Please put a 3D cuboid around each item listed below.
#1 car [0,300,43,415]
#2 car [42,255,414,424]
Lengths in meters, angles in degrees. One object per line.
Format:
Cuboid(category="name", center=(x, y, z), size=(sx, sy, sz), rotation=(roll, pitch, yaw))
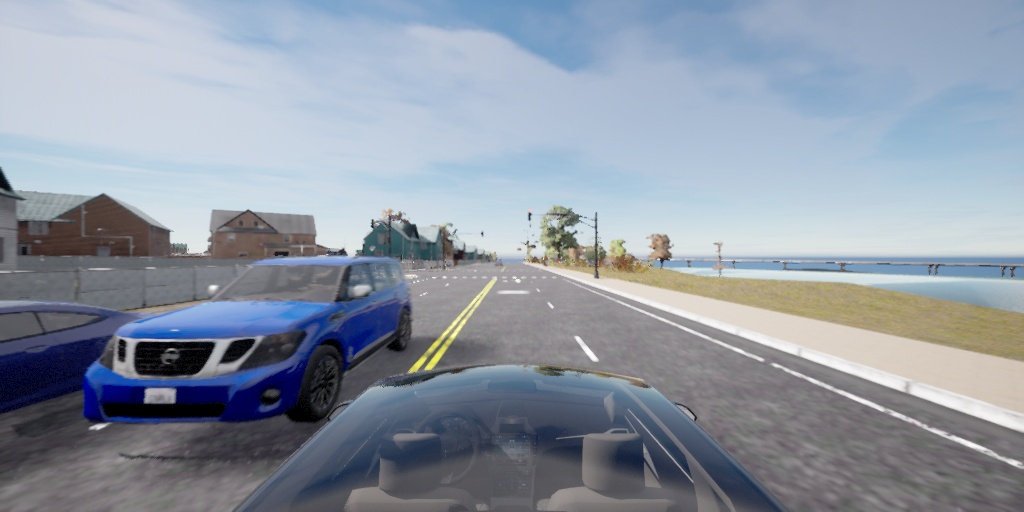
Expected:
Cuboid(category="car", center=(-6.600, 1.290, 4.062), size=(1.812, 1.442, 4.674), rotation=(0, 0, 0))
Cuboid(category="car", center=(-3.350, 0.999, 6.180), size=(2.150, 2.045, 5.566), rotation=(0, 0, 0))
